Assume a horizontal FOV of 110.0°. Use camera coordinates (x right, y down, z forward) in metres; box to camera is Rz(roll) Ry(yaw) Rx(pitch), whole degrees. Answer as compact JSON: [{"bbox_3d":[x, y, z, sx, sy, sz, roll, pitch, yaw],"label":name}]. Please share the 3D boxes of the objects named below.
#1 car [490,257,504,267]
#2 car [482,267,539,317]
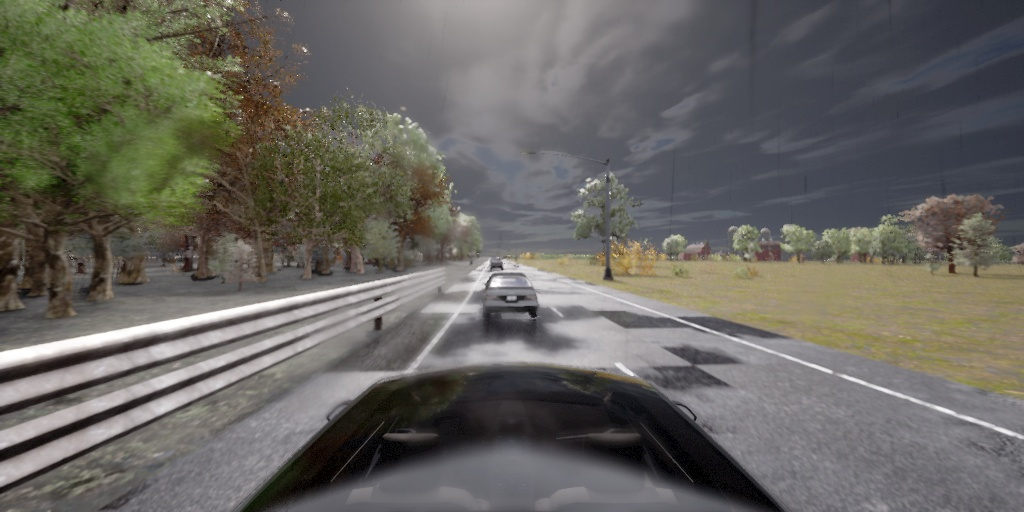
[{"bbox_3d":[-2.283,1.319,53.537,1.837,1.490,4.892,0,0,-3],"label":"car"},{"bbox_3d":[-0.137,1.314,13.241,2.033,1.411,5.357,0,0,-3],"label":"car"}]
